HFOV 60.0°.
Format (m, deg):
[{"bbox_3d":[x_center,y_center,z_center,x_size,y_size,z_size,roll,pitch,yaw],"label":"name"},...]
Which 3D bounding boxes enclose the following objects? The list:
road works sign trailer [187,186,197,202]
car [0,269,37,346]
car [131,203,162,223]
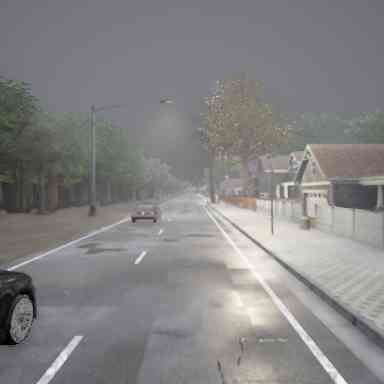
[{"bbox_3d":[-0.001,0.447,74.260,2.380,3.560,2.880,0,0,0],"label":"road works sign trailer"},{"bbox_3d":[-3.400,1.487,3.425,2.128,1.511,4.902,0,0,0],"label":"car"},{"bbox_3d":[-3.400,1.520,25.528,2.033,1.411,5.357,0,0,0],"label":"car"}]
